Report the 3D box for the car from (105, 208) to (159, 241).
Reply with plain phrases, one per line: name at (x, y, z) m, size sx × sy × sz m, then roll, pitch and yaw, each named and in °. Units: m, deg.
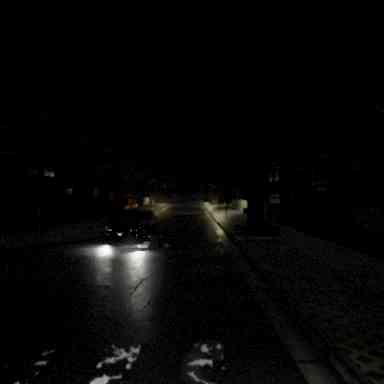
car at (-2.980, 1.652, 17.425) m, size 1.837 × 1.490 × 4.892 m, roll 1°, pitch 0°, yaw 7°
